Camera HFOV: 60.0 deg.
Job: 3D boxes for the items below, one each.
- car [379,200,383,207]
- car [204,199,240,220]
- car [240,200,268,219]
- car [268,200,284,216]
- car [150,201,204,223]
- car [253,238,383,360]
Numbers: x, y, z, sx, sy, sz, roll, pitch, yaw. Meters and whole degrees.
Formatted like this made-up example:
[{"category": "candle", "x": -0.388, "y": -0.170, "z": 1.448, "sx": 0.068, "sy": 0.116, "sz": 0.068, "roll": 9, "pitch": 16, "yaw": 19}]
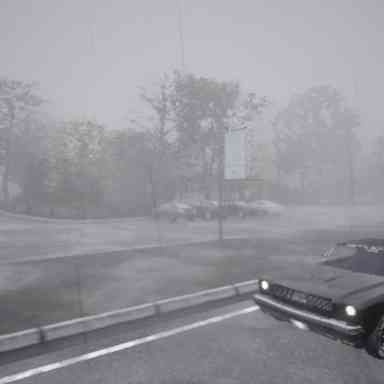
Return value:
[{"category": "car", "x": 29.626, "y": 1.430, "z": 47.648, "sx": 2.097, "sy": 1.535, "sz": 5.008, "roll": 0, "pitch": 0, "yaw": -35}, {"category": "car", "x": 1.197, "y": 1.440, "z": 27.391, "sx": 2.231, "sy": 1.521, "sz": 4.892, "roll": 0, "pitch": 0, "yaw": -35}, {"category": "car", "x": 3.857, "y": 1.438, "z": 29.300, "sx": 2.097, "sy": 1.535, "sz": 5.008, "roll": 0, "pitch": 0, "yaw": -35}, {"category": "car", "x": 6.425, "y": 1.477, "z": 31.120, "sx": 2.002, "sy": 1.452, "sz": 4.674, "roll": 0, "pitch": 0, "yaw": -35}, {"category": "car", "x": -1.472, "y": 1.481, "z": 25.492, "sx": 2.002, "sy": 1.452, "sz": 4.674, "roll": 0, "pitch": 0, "yaw": -35}, {"category": "car", "x": 3.345, "y": 1.597, "z": 6.074, "sx": 4.718, "sy": 1.301, "sz": 1.895, "roll": 0, "pitch": 0, "yaw": -36}]
